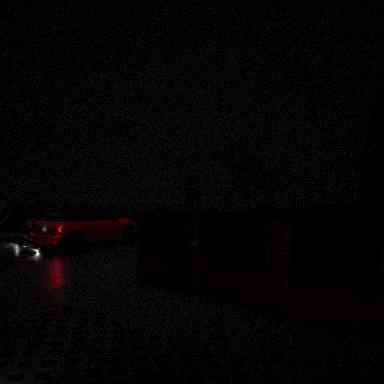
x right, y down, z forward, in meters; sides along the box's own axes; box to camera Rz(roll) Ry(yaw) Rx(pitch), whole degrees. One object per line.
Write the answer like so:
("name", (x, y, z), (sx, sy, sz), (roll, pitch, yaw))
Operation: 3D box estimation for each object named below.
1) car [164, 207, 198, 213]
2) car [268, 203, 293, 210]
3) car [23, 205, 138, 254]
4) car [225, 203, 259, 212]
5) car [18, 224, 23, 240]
("car", (-0.914, 1.784, 24.039), (1.994, 1.385, 4.181), (0, -1, 35))
("car", (10.774, 2.007, 40.527), (1.994, 1.385, 4.181), (0, -1, 36))
("car", (-4.344, 1.442, 14.223), (2.097, 1.767, 4.553), (0, -1, 33))
("car", (4.913, 1.838, 32.281), (1.837, 1.490, 4.892), (0, -1, 35))
("car", (-6.127, 1.466, 16.659), (2.097, 1.767, 4.553), (0, -1, 35))
